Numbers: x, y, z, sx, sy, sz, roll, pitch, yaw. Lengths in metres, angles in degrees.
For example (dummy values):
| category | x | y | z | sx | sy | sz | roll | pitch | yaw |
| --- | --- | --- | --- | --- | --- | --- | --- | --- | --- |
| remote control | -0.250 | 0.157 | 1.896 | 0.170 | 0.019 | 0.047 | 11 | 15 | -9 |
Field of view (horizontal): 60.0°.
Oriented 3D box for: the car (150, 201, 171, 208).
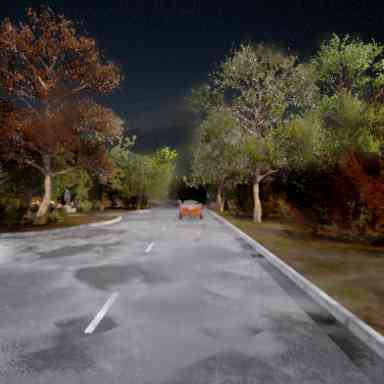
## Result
| category | x | y | z | sx | sy | sz | roll | pitch | yaw |
| --- | --- | --- | --- | --- | --- | --- | --- | --- | --- |
| car | -7.429 | 2.732 | 72.968 | 4.674 | 1.442 | 1.812 | -2 | -3 | 44 |

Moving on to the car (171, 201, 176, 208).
| category | x | y | z | sx | sy | sz | roll | pitch | yaw |
| --- | --- | --- | --- | --- | --- | --- | --- | --- | --- |
| car | -5.022 | 2.797 | 75.172 | 4.892 | 1.490 | 1.837 | -2 | -3 | 44 |

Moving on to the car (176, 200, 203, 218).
| category | x | y | z | sx | sy | sz | roll | pitch | yaw |
| --- | --- | --- | --- | --- | --- | --- | --- | --- | --- |
| car | -0.113 | 1.514 | 31.547 | 2.097 | 1.767 | 4.553 | 0 | -1 | 0 |

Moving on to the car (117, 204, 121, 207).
| category | x | y | z | sx | sy | sz | roll | pitch | yaw |
| --- | --- | --- | --- | --- | --- | --- | --- | --- | --- |
| car | -15.347 | 2.947 | 79.148 | 5.008 | 1.535 | 1.882 | 0 | -2 | -2 |

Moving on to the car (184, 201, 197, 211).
| category | x | y | z | sx | sy | sz | roll | pitch | yaw |
| --- | --- | --- | --- | --- | --- | --- | --- | --- | --- |
| car | -0.249 | 2.141 | 50.857 | 1.994 | 1.385 | 4.181 | 0 | -2 | 0 |
